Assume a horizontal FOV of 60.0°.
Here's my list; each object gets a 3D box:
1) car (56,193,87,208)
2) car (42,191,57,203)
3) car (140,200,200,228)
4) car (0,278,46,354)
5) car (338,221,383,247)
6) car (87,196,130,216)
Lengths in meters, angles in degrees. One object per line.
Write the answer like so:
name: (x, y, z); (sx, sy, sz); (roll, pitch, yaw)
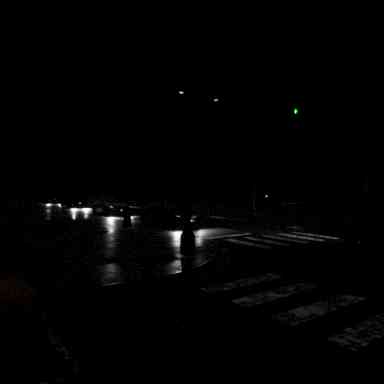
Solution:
car: (-12.431, 0.921, 35.078); (1.994, 1.385, 4.181); (0, 1, -36)
car: (-18.403, 0.682, 43.569); (1.837, 1.490, 4.892); (0, 1, -32)
car: (-1.454, 1.227, 19.741); (1.812, 1.442, 4.674); (0, 1, -37)
car: (-4.263, 1.525, 3.620); (4.829, 1.417, 1.752); (0, 0, -35)
car: (7.930, 1.527, 12.132); (1.895, 1.301, 4.718); (0, 1, -36)
car: (-6.669, 1.060, 27.030); (1.812, 1.442, 4.674); (0, 1, -35)
